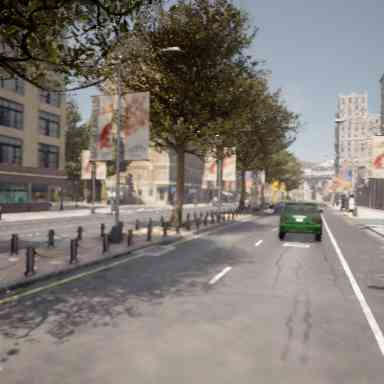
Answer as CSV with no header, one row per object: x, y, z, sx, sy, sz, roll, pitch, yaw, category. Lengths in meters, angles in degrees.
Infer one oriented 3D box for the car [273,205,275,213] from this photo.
12.605,2.276,46.926,1.812,1.442,4.674,1,0,20,car

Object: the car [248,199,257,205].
16.934,2.796,92.902,1.882,1.535,5.008,1,-1,20,car

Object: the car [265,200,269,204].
20.223,2.913,91.709,2.033,1.411,5.357,1,-1,20,car

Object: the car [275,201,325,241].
6.356,1.554,19.346,2.150,2.045,5.566,1,0,20,car
